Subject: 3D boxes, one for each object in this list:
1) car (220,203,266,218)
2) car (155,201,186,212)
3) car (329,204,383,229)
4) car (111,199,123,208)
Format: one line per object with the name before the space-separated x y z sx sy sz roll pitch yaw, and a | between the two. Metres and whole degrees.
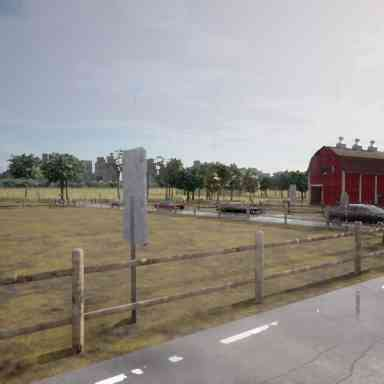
car | 4.627 1.682 31.177 1.895 1.301 4.718 -1 0 -35
car | -2.755 1.751 41.625 1.895 1.301 4.718 -1 0 -35
car | 11.305 1.571 21.727 1.837 1.490 4.892 -1 1 -35
car | -11.851 1.837 54.651 1.812 1.442 4.674 -1 0 -35
